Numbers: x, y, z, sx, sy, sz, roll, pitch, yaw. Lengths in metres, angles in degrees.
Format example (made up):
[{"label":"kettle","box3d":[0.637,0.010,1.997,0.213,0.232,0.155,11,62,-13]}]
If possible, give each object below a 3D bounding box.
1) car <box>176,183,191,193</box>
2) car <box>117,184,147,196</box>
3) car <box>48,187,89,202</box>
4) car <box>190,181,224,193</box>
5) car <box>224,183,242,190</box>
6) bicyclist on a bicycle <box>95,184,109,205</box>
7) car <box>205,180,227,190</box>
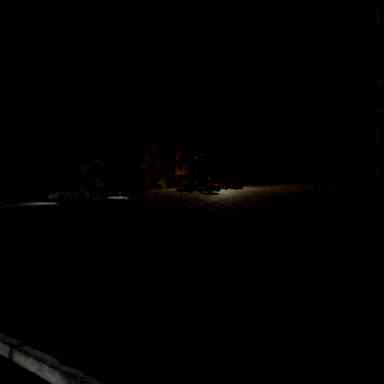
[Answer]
[{"label":"car","box3d":[-0.372,-0.632,51.754,2.033,1.411,5.357,0,2,31]},{"label":"car","box3d":[-8.154,-0.245,45.458,1.837,1.490,4.892,0,3,32]},{"label":"car","box3d":[-13.607,0.239,36.847,1.812,1.442,4.674,0,3,33]},{"label":"car","box3d":[2.392,-0.636,50.042,2.033,1.411,5.357,0,2,31]},{"label":"car","box3d":[7.244,-1.012,58.497,1.895,1.301,4.718,0,2,29]},{"label":"bicyclist on a bicycle","box3d":[-7.230,0.219,26.658,1.656,1.620,0.582,0,2,33]},{"label":"car","box3d":[4.381,-1.251,60.037,2.097,1.767,4.553,0,2,29]}]
